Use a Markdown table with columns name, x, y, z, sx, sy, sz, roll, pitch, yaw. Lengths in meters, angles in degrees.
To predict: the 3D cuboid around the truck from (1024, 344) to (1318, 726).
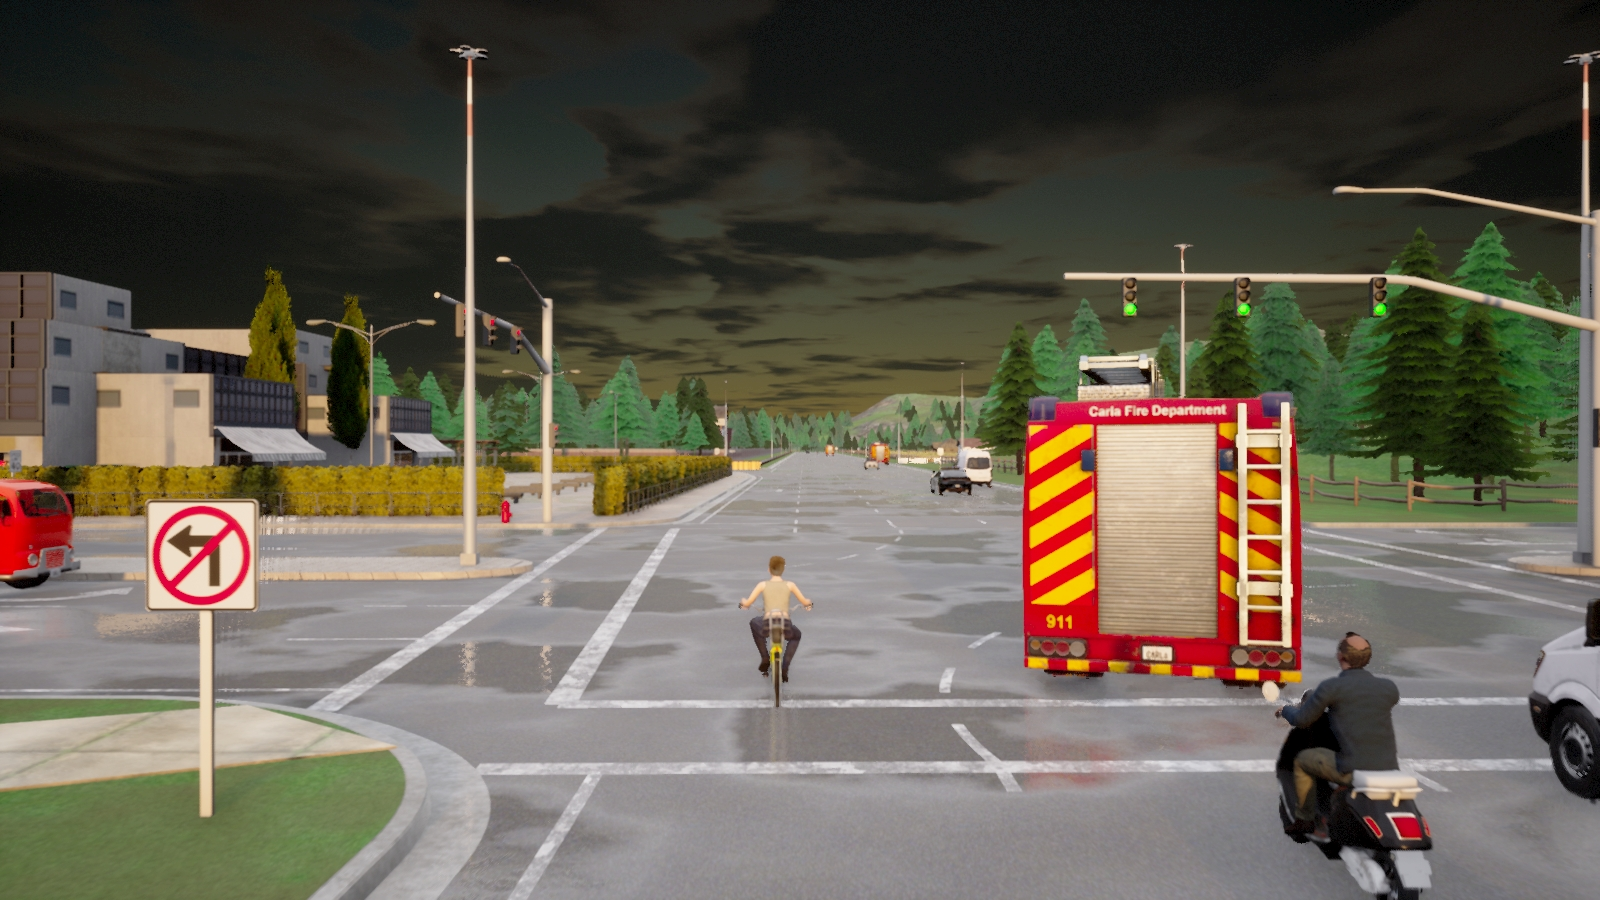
| name | x | y | z | sx | sy | sz | roll | pitch | yaw |
| --- | --- | --- | --- | --- | --- | --- | --- | --- | --- |
| truck | 5.205 | 0.852 | 15.930 | 2.891 | 3.827 | 8.468 | 0 | 0 | 19 |

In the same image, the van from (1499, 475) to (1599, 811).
| name | x | y | z | sx | sy | sz | roll | pitch | yaw |
| --- | --- | --- | --- | --- | --- | --- | --- | --- | --- |
| van | 7.120 | 1.515 | 7.182 | 1.988 | 2.561 | 5.915 | 0 | 0 | 2 |

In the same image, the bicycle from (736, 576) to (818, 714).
| name | x | y | z | sx | sy | sz | roll | pitch | yaw |
| --- | --- | --- | --- | --- | --- | --- | --- | --- | --- |
| bicycle | -0.263 | 2.126 | 12.721 | 0.859 | 1.276 | 1.487 | 0 | 0 | -2 |

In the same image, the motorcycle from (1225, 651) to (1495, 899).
| name | x | y | z | sx | sy | sz | roll | pitch | yaw |
| --- | --- | --- | --- | --- | --- | --- | --- | --- | --- |
| motorcycle | 3.516 | 2.122 | 7.387 | 0.856 | 1.316 | 1.805 | 0 | 0 | 0 |

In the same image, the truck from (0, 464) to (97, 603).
| name | x | y | z | sx | sy | sz | roll | pitch | yaw |
| --- | --- | --- | --- | --- | --- | --- | --- | --- | --- |
| truck | -16.839 | 1.516 | 21.802 | 5.204 | 2.467 | 2.627 | 0 | 0 | -1 |

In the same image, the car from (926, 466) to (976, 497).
| name | x | y | z | sx | sy | sz | roll | pitch | yaw |
| --- | --- | --- | --- | --- | --- | --- | --- | --- | --- |
| car | 8.872 | 1.829 | 67.510 | 2.097 | 1.638 | 5.238 | 0 | 0 | -2 |
